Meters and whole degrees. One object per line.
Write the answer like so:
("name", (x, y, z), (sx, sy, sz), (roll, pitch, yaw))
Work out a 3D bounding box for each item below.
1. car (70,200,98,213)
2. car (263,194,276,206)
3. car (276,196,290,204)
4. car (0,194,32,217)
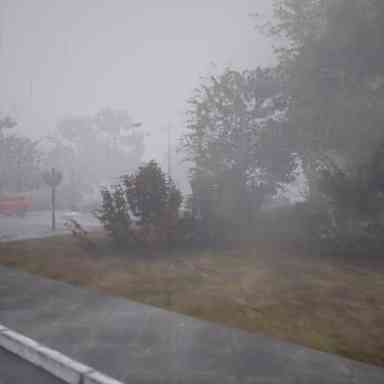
("car", (-11.497, 1.551, 37.284), (1.994, 1.385, 4.181), (0, 0, 32))
("car", (11.052, 1.212, 52.964), (2.150, 2.045, 5.566), (0, 0, 32))
("car", (16.768, 1.481, 62.028), (2.128, 1.511, 4.902), (0, 0, 32))
("car", (-16.828, 1.209, 28.910), (2.150, 2.045, 5.566), (0, 0, 30))
